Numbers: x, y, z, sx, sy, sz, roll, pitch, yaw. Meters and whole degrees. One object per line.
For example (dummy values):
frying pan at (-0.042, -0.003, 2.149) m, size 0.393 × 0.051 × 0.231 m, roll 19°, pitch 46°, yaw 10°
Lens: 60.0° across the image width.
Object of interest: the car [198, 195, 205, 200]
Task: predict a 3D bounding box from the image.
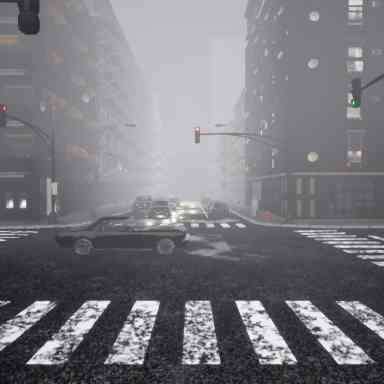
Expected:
car at (2.585, 1.541, 92.418) m, size 1.802 × 1.307 × 4.206 m, roll -1°, pitch 0°, yaw 0°

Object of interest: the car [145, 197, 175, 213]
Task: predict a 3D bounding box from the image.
car at (-2.832, 1.496, 30.221) m, size 1.837 × 1.490 × 4.892 m, roll 0°, pitch 0°, yaw 0°

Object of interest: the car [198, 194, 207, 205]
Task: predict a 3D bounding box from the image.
car at (2.573, 1.524, 59.183) m, size 1.887 × 1.381 × 4.507 m, roll -1°, pitch 0°, yaw 0°

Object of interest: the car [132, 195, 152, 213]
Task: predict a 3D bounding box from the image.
car at (-5.317, 1.304, 37.088) m, size 2.192 × 1.841 × 5.009 m, roll -1°, pitch 0°, yaw 0°

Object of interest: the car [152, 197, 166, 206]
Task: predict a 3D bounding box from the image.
car at (-5.308, 1.564, 53.700) m, size 1.802 × 1.307 × 4.206 m, roll -1°, pitch 0°, yaw 0°

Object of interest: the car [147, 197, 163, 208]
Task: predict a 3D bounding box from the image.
car at (-5.311, 1.509, 47.992) m, size 1.752 × 1.417 × 4.829 m, roll -1°, pitch 0°, yaw 0°

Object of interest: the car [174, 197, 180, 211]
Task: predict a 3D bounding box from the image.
car at (-2.826, 1.588, 40.321) m, size 1.895 × 1.301 × 4.718 m, roll 0°, pitch 0°, yaw 0°

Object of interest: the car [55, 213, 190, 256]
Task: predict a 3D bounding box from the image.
car at (-2.439, 1.598, 12.502) m, size 4.718 × 1.301 × 1.895 m, roll 0°, pitch 0°, yaw -1°

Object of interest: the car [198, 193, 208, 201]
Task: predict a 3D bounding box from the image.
car at (2.578, 1.282, 81.340) m, size 2.192 × 1.841 × 5.009 m, roll -1°, pitch 0°, yaw 0°

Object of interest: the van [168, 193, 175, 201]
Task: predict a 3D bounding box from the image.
van at (-5.300, 1.304, 86.923) m, size 1.690 × 1.788 × 3.998 m, roll -1°, pitch 0°, yaw 0°

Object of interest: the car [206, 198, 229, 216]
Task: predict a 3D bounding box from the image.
car at (2.565, 1.573, 31.487) m, size 1.802 × 1.307 × 4.206 m, roll -1°, pitch 0°, yaw 0°

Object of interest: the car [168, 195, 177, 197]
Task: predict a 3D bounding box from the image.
car at (-2.758, 1.530, 50.971) m, size 2.033 × 1.411 × 5.357 m, roll 0°, pitch 0°, yaw 1°

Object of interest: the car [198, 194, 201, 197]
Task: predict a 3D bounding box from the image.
car at (2.579, 1.552, 75.800) m, size 1.802 × 1.307 × 4.206 m, roll -1°, pitch 0°, yaw 0°

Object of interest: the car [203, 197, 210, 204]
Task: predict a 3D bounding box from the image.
car at (2.566, 1.539, 37.026) m, size 2.008 × 1.369 × 4.403 m, roll -1°, pitch 0°, yaw 0°
